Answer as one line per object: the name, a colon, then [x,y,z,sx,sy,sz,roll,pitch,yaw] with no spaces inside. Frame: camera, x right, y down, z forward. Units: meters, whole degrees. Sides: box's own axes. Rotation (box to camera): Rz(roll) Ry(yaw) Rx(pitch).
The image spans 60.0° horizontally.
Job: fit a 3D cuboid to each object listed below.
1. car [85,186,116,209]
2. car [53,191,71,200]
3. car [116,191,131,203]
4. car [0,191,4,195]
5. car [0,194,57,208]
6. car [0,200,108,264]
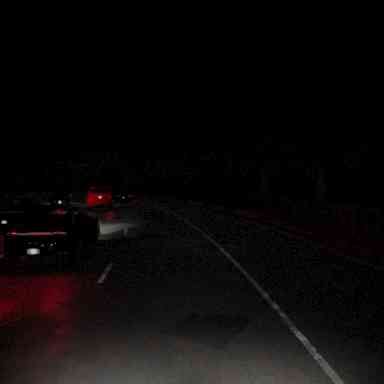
car: [-8.640,0.481,30.870,2.150,2.045,5.566,0,1,-18]
car: [-13.759,0.676,34.722,1.837,1.490,4.892,0,1,-21]
car: [-8.793,0.581,40.972,1.994,1.385,4.181,-1,2,-22]
car: [-28.330,0.425,48.059,1.994,1.385,4.181,-1,2,-32]
car: [-8.805,1.080,17.256,2.128,1.511,4.902,0,1,-11]
car: [-4.277,1.231,10.823,2.128,1.511,4.902,0,1,-6]
